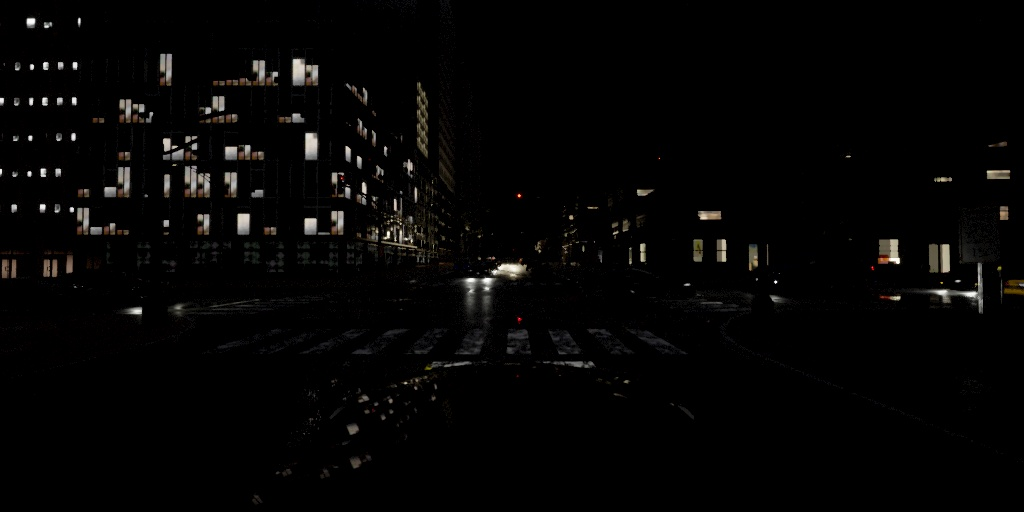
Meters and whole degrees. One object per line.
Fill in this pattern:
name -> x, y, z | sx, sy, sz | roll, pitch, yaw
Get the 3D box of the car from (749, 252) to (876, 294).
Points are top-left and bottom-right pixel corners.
car -> 15.505, 0.842, 18.643 | 5.566, 2.045, 2.150 | -1, -1, -1

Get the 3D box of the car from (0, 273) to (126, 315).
car -> -17.391, 1.413, 13.206 | 4.207, 1.307, 1.802 | 0, 0, 1

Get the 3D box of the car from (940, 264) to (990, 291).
car -> 25.023, 1.093, 18.487 | 4.181, 1.385, 1.994 | -1, -1, 1

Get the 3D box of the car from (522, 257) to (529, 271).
car -> 2.802, 1.070, 46.343 | 2.192, 1.841, 5.009 | 0, 0, 0

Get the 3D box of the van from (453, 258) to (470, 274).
van -> -5.593, 1.096, 40.652 | 1.690, 1.789, 3.998 | 0, 0, 0

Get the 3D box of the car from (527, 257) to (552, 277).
car -> 2.774, 1.194, 34.995 | 1.967, 1.591, 4.097 | 0, 0, 0

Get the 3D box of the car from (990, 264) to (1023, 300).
car -> 20.717, 0.994, 12.746 | 4.829, 1.417, 1.751 | 0, 0, 1

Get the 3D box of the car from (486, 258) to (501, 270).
car -> -2.977, 1.320, 50.761 | 1.994, 1.385, 4.181 | 0, 0, 0

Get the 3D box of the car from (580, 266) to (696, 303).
car -> 5.546, 1.215, 16.223 | 4.902, 1.511, 2.128 | -1, 0, 21

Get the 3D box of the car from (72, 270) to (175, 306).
car -> -17.858, 1.359, 15.819 | 5.008, 1.535, 1.882 | -1, -1, 1

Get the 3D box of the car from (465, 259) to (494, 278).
car -> -3.020, 1.280, 34.289 | 1.812, 1.442, 4.674 | 0, 0, 0
